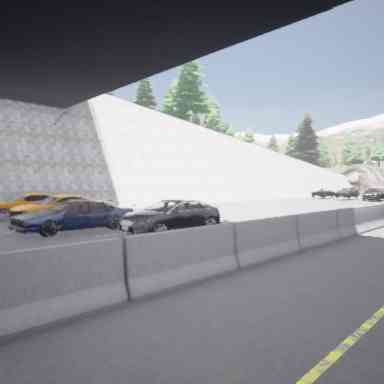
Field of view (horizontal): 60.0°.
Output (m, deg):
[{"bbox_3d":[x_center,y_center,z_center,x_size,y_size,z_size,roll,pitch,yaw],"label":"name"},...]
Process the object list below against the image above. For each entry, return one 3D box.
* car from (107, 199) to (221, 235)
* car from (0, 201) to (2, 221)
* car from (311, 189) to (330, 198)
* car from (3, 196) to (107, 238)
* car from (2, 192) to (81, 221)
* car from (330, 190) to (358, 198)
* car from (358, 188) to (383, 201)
[{"bbox_3d":[-0.796,1.064,14.223,2.128,1.511,4.902,2,2,45],"label":"car"},{"bbox_3d":[-9.790,0.792,20.048,1.882,1.535,5.008,2,2,45],"label":"car"},{"bbox_3d":[19.626,0.158,49.796,1.895,1.301,4.718,2,2,44],"label":"car"},{"bbox_3d":[-5.075,1.058,14.866,2.033,1.411,5.357,2,2,44],"label":"car"},{"bbox_3d":[-7.007,0.882,17.887,1.882,1.535,5.008,2,2,45],"label":"car"},{"bbox_3d":[22.144,0.110,47.360,2.033,1.411,5.357,2,2,44],"label":"car"},{"bbox_3d":[24.659,0.221,44.929,2.097,1.767,4.553,2,2,44],"label":"car"}]
